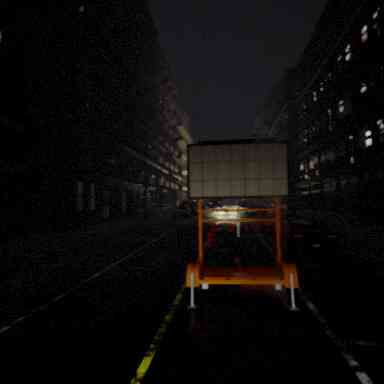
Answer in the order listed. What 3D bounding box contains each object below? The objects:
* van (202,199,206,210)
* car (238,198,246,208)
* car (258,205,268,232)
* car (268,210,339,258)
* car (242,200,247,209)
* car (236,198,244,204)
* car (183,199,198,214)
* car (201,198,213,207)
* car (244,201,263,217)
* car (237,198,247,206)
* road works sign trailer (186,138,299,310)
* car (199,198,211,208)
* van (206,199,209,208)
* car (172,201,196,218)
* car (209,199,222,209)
[{"bbox_3d":[0.876,2.061,52.440,1.690,1.788,3.998,0,-1,7],"label":"van"},{"bbox_3d":[9.323,2.170,56.982,1.887,1.381,4.507,0,-1,7],"label":"car"},{"bbox_3d":[4.957,1.676,18.689,1.752,1.417,4.829,0,-1,7],"label":"car"},{"bbox_3d":[4.311,1.631,13.024,1.887,1.381,4.507,0,-1,7],"label":"car"},{"bbox_3d":[7.443,1.963,40.498,2.008,1.369,4.403,0,-1,7],"label":"car"},{"bbox_3d":[13.048,2.536,89.957,1.967,1.590,4.097,0,-1,7],"label":"car"},{"bbox_3d":[-0.376,1.896,41.454,2.192,1.841,5.009,0,-1,7],"label":"car"},{"bbox_3d":[3.382,2.337,74.419,2.192,1.841,5.009,0,-1,7],"label":"car"},{"bbox_3d":[6.816,1.890,35.003,1.887,1.381,4.507,0,-1,7],"label":"car"},{"bbox_3d":[11.796,2.248,78.968,2.192,1.841,5.009,0,-1,7],"label":"car"},{"bbox_3d":[1.115,0.547,8.032,2.380,3.560,2.880,-1,-1,6],"label":"road works sign trailer"},{"bbox_3d":[2.755,2.260,68.925,2.192,1.841,5.009,0,-1,7],"label":"car"},{"bbox_3d":[1.502,2.135,57.936,1.690,1.788,3.998,0,-1,7],"label":"van"},{"bbox_3d":[-1.023,2.036,35.787,1.752,1.417,4.829,0,-1,7],"label":"car"},{"bbox_3d":[4.319,1.995,60.240,2.150,2.045,5.566,-1,-1,6],"label":"car"}]
